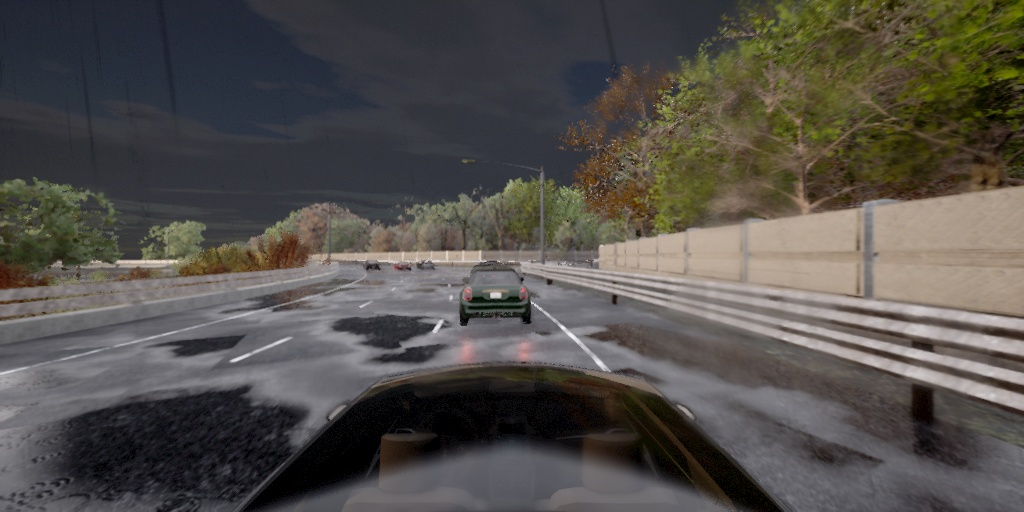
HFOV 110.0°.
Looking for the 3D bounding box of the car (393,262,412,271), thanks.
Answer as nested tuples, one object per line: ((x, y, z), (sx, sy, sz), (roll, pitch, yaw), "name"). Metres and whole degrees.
((-15.920, 1.499, 51.728), (1.895, 1.301, 4.718), (0, 0, -28), "car")

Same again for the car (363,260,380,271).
((-21.355, 1.404, 54.368), (1.882, 1.535, 5.008), (0, 0, -29), "car")

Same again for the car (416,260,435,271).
((-12.935, 1.379, 53.454), (2.128, 1.511, 4.902), (0, 0, -28), "car")

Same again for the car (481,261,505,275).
((-2.176, 1.326, 42.190), (1.837, 1.490, 4.892), (-1, 0, 9), "car")

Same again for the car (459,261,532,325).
((-0.624, 1.121, 12.148), (2.097, 1.767, 4.553), (0, 0, -5), "car")
